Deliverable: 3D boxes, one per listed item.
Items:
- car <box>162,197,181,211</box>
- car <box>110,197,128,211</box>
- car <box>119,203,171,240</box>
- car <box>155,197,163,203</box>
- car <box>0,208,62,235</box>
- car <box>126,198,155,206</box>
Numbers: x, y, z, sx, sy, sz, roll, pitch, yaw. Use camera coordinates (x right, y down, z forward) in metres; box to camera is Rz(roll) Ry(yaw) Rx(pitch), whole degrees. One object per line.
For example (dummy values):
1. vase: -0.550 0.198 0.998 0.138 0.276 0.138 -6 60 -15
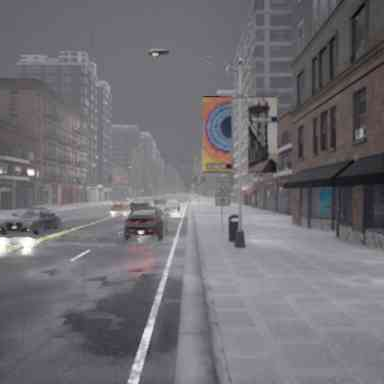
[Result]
1. car: -2.481 1.650 43.063 1.812 1.442 4.674 0 0 0
2. car: -9.099 1.462 43.048 2.097 1.767 4.553 0 0 0
3. car: -2.317 1.556 17.443 1.837 1.490 4.892 0 0 0
4. car: -5.857 1.644 60.834 1.882 1.535 5.008 0 0 0
5. car: -9.027 1.606 18.849 1.994 1.385 4.181 0 0 0
6. car: -5.700 1.579 37.234 1.882 1.535 5.008 0 -1 0
